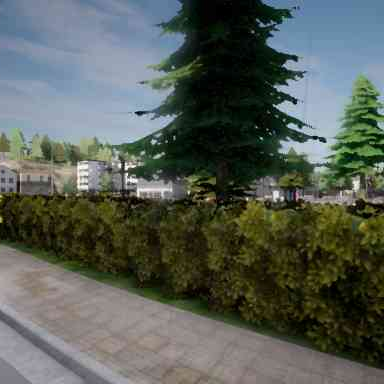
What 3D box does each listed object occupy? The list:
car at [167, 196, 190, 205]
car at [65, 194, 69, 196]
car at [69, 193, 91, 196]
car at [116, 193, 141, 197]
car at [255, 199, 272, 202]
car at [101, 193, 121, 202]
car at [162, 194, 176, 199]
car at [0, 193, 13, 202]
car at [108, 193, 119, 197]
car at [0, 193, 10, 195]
[{"bbox_3d":[-2.321,1.374,56.991,3.633,1.501,1.845,0,0,-45],"label":"car"},{"bbox_3d":[-31.230,1.232,85.648,3.806,1.475,1.970,0,0,-45],"label":"car"},{"bbox_3d":[-26.509,1.154,81.290,5.027,1.636,2.152,0,0,-45],"label":"car"},{"bbox_3d":[-9.708,1.384,53.927,3.806,1.475,1.970,0,0,-45],"label":"car"},{"bbox_3d":[9.885,1.478,44.371,5.008,1.535,1.882,0,0,-45],"label":"car"},{"bbox_3d":[-17.555,1.077,72.150,3.866,1.878,1.905,0,0,-45],"label":"car"},{"bbox_3d":[-2.255,1.219,37.463,5.566,2.045,2.150,0,0,-45],"label":"car"},{"bbox_3d":[-41.123,1.097,71.368,4.605,1.855,1.932,0,0,-45],"label":"car"},{"bbox_3d":[-15.228,1.097,70.363,4.605,1.855,1.932,0,0,-45],"label":"car"},{"bbox_3d":[-23.145,1.330,40.971,5.027,1.636,2.152,0,0,-45],"label":"car"}]
